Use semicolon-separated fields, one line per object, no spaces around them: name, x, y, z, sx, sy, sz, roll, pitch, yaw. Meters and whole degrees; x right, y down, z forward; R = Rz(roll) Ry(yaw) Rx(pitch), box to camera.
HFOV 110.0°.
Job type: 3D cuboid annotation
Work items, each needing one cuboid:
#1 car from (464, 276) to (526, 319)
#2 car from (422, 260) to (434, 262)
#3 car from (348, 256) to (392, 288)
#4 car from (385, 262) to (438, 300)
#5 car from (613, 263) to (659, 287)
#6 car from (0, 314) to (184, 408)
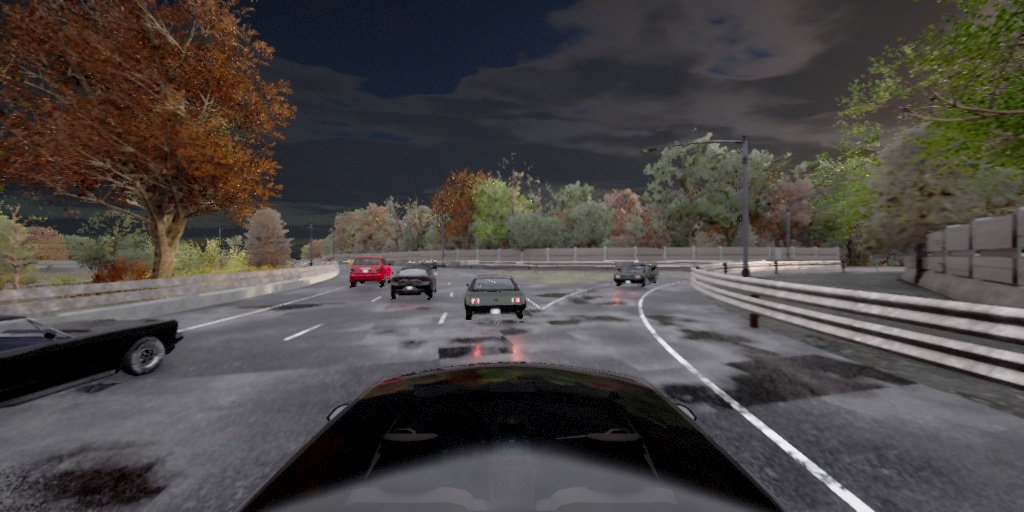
car;-0.712;1.364;12.902;1.895;1.301;4.718;0;0;-6
car;-12.394;1.332;52.423;1.882;1.535;5.008;0;0;-27
car;-9.769;1.040;25.084;2.150;2.045;5.566;0;0;-13
car;-4.889;1.266;18.315;1.882;1.535;5.008;0;0;-8
car;8.471;1.326;24.129;1.895;1.301;4.718;0;0;34
car;-7.050;1.389;4.557;1.895;1.301;4.718;0;0;-2
